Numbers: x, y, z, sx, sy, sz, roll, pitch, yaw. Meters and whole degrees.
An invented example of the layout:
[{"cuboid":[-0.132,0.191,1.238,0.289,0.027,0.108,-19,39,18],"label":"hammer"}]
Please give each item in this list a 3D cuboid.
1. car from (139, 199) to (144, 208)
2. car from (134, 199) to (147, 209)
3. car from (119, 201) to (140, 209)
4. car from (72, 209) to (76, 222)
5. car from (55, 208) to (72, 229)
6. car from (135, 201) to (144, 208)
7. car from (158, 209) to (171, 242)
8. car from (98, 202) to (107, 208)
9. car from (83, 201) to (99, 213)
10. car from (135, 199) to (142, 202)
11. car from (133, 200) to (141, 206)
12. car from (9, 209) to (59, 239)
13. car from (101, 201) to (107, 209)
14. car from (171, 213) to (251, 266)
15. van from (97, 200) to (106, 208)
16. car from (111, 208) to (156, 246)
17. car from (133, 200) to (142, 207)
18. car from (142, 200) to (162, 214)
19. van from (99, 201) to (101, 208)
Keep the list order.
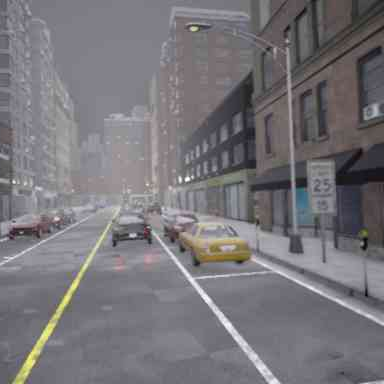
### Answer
[{"cuboid":[-6.206,2.187,48.038,1.837,1.490,4.892,-2,-1,-11],"label":"car"},{"cuboid":[-10.153,2.344,65.365,2.192,1.841,5.009,-1,-1,-11],"label":"car"},{"cuboid":[-7.344,2.152,38.043,2.033,1.411,5.357,-2,-1,-11],"label":"car"},{"cuboid":[-12.052,2.232,31.441,2.008,1.369,4.403,-1,-1,-11],"label":"car"},{"cuboid":[-10.979,2.029,26.068,1.967,1.590,4.097,-1,-1,-11],"label":"car"},{"cuboid":[-11.257,2.665,70.904,1.752,1.417,4.829,-1,-1,-11],"label":"car"},{"cuboid":[-0.469,1.745,16.985,1.802,1.307,4.206,-1,-1,-11],"label":"car"},{"cuboid":[-22.803,3.257,85.188,1.887,1.381,4.507,-1,-1,-11],"label":"car"},{"cuboid":[-16.320,2.590,52.772,1.752,1.417,4.829,-1,-1,-11],"label":"car"},{"cuboid":[-9.073,2.474,59.987,2.008,1.369,4.403,-1,-1,-11],"label":"car"},{"cuboid":[-14.450,2.905,86.864,1.967,1.590,4.097,-1,-1,-11],"label":"car"},{"cuboid":[-9.901,2.043,20.692,1.887,1.381,4.507,-1,-1,-11],"label":"car"},{"cuboid":[-20.653,3.059,74.438,1.947,1.339,4.313,-1,-1,-11],"label":"car"},{"cuboid":[0.572,1.605,11.777,1.752,1.417,4.829,-1,-1,-11],"label":"car"},{"cuboid":[-21.732,2.944,79.816,1.690,1.788,3.998,-1,-1,-11],"label":"van"},{"cuboid":[-3.055,1.769,16.823,1.812,1.442,4.674,-2,-1,-11],"label":"car"},{"cuboid":[-13.375,2.795,81.489,1.967,1.590,4.097,-1,-1,-11],"label":"car"},{"cuboid":[-4.833,2.063,41.174,1.837,1.490,4.892,-2,-1,-11],"label":"car"},{"cuboid":[-17.433,2.512,58.317,1.690,1.788,3.998,-1,-1,-11],"label":"van"}]
